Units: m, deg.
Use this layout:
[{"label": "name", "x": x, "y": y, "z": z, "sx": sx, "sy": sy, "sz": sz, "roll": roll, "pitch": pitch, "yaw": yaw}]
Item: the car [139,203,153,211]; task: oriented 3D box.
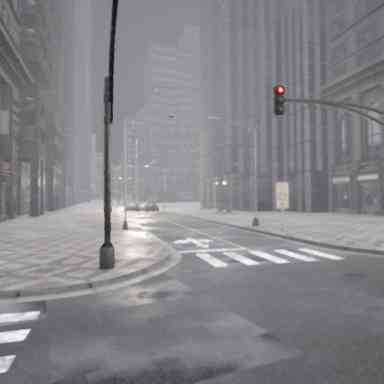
[{"label": "car", "x": -8.197, "y": 2.603, "z": 59.381, "sx": 1.895, "sy": 1.301, "sz": 4.718, "roll": 0, "pitch": -1, "yaw": -15}]

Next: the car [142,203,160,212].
[{"label": "car", "x": -6.374, "y": 2.412, "z": 52.752, "sx": 1.812, "sy": 1.442, "sz": 4.674, "roll": 0, "pitch": -1, "yaw": -15}]

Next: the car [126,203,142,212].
[{"label": "car", "x": -9.564, "y": 2.465, "z": 52.940, "sx": 1.994, "sy": 1.385, "sz": 4.181, "roll": 0, "pitch": -1, "yaw": -15}]
